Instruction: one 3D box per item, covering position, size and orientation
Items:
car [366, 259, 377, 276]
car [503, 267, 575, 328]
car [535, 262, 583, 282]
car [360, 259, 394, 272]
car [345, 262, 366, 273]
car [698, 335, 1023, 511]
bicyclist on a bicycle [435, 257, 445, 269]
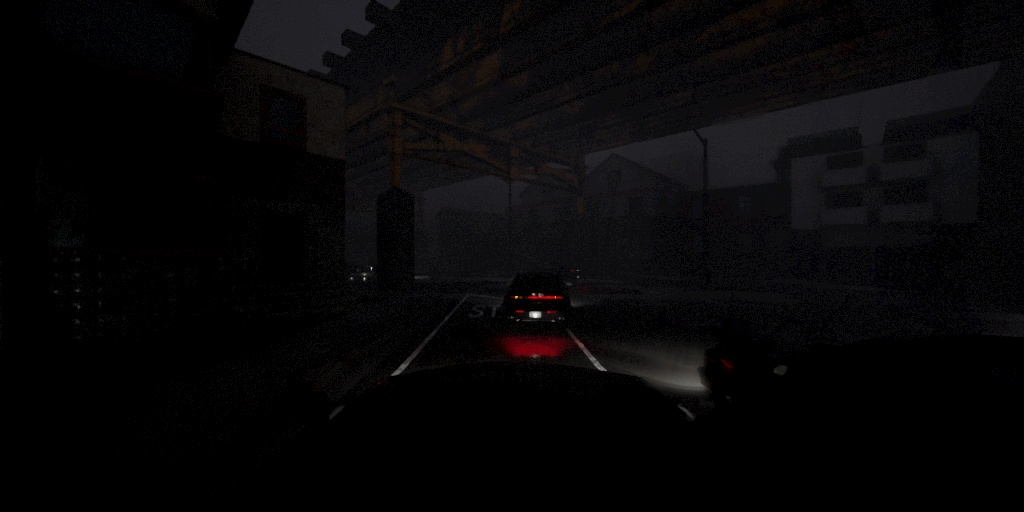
[{"bbox_3d":[-12.007,1.196,34.861,4.892,1.490,1.837,0,0,44],"label":"car"},{"bbox_3d":[0.843,1.236,11.383,1.837,1.490,4.892,0,0,6],"label":"car"},{"bbox_3d":[2.700,1.198,25.768,4.902,1.511,2.128,0,0,44],"label":"car"},{"bbox_3d":[-16.914,1.165,44.743,4.902,1.511,2.128,0,0,44],"label":"car"},{"bbox_3d":[-18.651,1.280,41.298,4.718,1.301,1.895,0,0,44],"label":"car"},{"bbox_3d":[3.497,1.296,2.410,2.033,1.411,5.357,0,0,-1],"label":"car"},{"bbox_3d":[-9.644,0.970,47.845,0.582,1.620,1.656,0,0,44],"label":"bicyclist on a bicycle"}]
